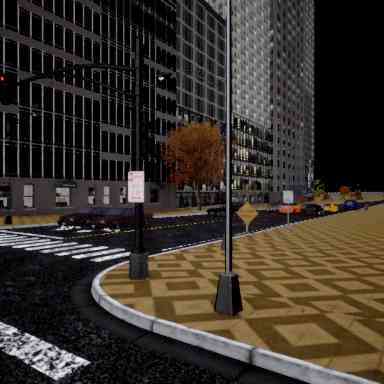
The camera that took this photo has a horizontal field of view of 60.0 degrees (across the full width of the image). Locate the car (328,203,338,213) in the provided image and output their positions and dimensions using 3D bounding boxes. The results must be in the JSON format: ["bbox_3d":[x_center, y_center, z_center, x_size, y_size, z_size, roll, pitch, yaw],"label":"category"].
[{"bbox_3d":[21.875,2.510,52.986,1.882,1.535,5.008,0,-1,33],"label":"car"}]

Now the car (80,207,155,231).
[{"bbox_3d":[-4.900,1.874,23.648,2.033,1.411,5.357,0,-1,33],"label":"car"}]

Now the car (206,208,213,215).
[{"bbox_3d":[3.736,2.299,43.017,1.895,1.301,4.718,0,-1,33],"label":"car"}]

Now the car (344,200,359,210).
[{"bbox_3d":[31.476,2.536,65.773,2.150,2.045,5.566,0,-1,33],"label":"car"}]

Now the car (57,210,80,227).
[{"bbox_3d":[-7.551,1.872,25.533,2.033,1.411,5.357,0,-1,33],"label":"car"}]

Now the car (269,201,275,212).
[{"bbox_3d":[13.721,2.099,52.335,2.097,1.767,4.553,0,-1,33],"label":"car"}]

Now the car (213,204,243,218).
[{"bbox_3d":[4.693,2.148,38.510,1.837,1.490,4.892,0,-1,33],"label":"car"}]

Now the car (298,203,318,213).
[{"bbox_3d":[19.143,2.576,54.746,2.033,1.411,5.357,0,-1,33],"label":"car"}]

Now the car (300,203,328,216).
[{"bbox_3d":[16.275,2.353,44.221,1.837,1.490,4.892,0,-1,33],"label":"car"}]

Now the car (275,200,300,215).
[{"bbox_3d":[13.738,2.203,46.277,2.097,1.767,4.553,0,-1,33],"label":"car"}]

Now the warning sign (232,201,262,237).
[{"bbox_3d":[3.095,1.454,18.576,1.300,1.860,1.060,1,1,33],"label":"warning sign"}]
